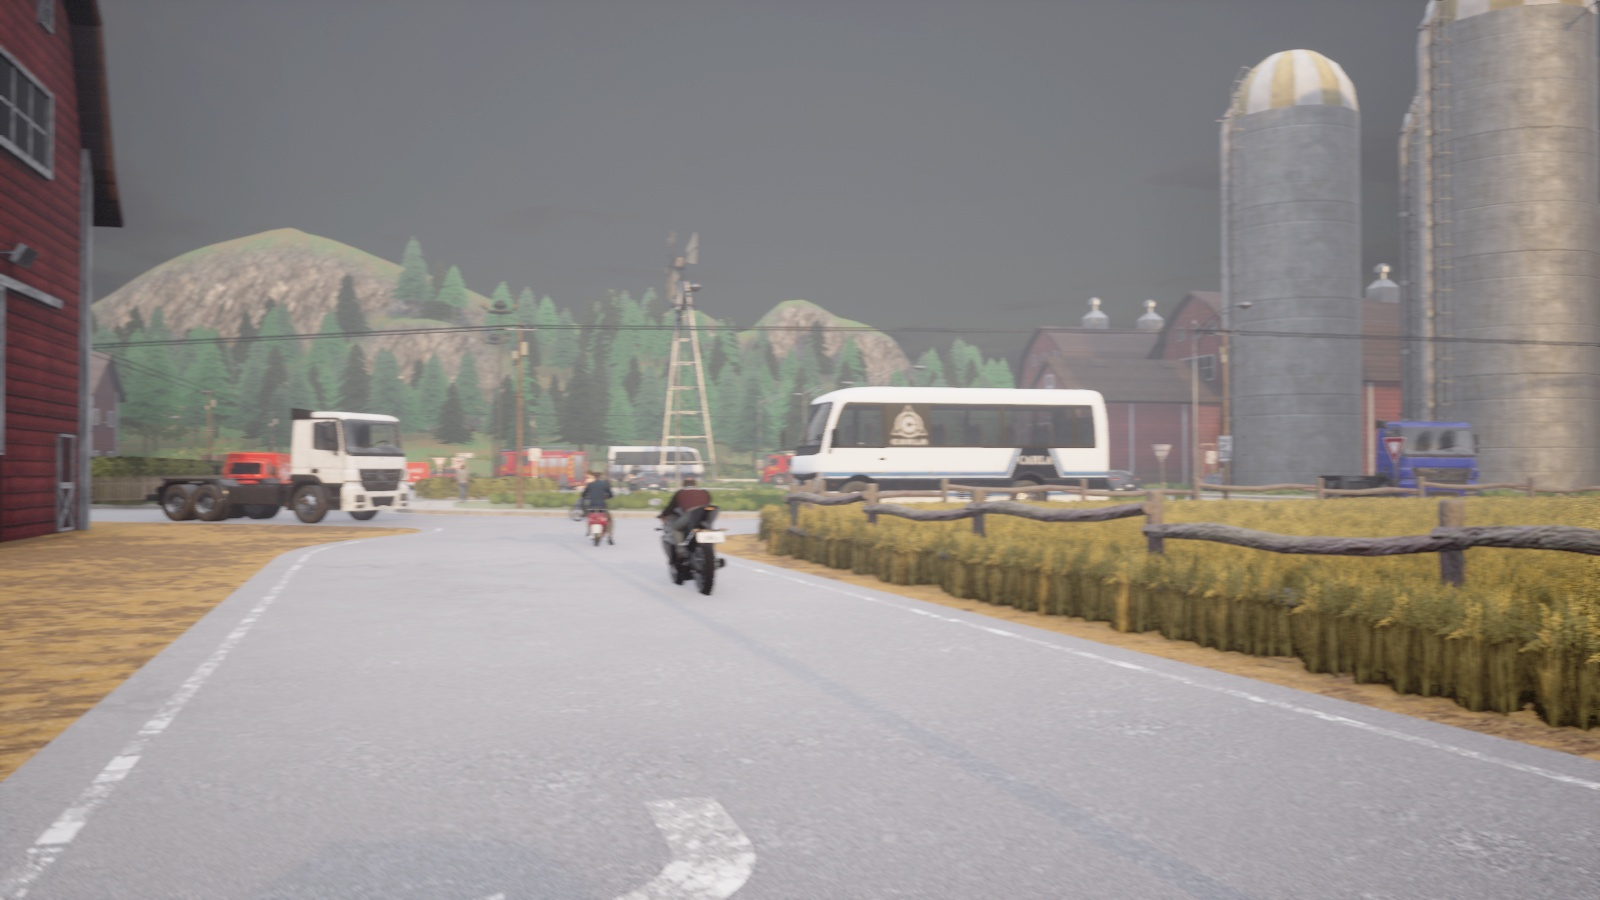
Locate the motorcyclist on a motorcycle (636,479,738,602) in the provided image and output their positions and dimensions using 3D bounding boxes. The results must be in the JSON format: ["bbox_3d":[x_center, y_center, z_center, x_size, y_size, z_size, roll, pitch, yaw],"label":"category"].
[{"bbox_3d":[-1.557,1.155,16.858,0.866,1.530,2.191,0,-1,-19],"label":"motorcyclist on a motorcycle"}]

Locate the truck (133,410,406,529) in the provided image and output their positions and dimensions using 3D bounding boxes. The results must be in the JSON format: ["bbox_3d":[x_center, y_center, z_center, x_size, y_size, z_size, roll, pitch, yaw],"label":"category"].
[{"bbox_3d":[-16.601,0.627,39.302,7.936,3.462,2.891,-1,-1,19],"label":"truck"}]

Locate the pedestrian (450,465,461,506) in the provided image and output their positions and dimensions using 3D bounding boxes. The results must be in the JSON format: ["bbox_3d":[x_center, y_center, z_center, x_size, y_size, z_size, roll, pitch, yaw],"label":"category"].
[{"bbox_3d":[-15.745,1.621,57.421,0.354,1.836,0.706,-1,-1,-6],"label":"pedestrian"}]

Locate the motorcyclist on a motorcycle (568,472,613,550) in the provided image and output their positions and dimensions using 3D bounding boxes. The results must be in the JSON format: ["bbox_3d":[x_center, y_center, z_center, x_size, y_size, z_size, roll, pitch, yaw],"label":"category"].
[{"bbox_3d":[-4.456,1.275,26.809,0.866,1.590,1.817,0,-1,-8],"label":"motorcyclist on a motorcycle"}]

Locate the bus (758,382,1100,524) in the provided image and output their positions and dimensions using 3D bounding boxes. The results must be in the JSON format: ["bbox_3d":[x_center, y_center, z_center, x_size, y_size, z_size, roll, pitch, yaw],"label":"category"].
[{"bbox_3d":[4.105,0.092,40.754,10.273,4.253,3.944,0,-1,-15],"label":"bus"}]

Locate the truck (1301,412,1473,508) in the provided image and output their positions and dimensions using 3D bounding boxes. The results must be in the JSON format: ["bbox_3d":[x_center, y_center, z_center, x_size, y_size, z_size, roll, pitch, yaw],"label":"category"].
[{"bbox_3d":[22.735,0.431,49.219,2.891,3.462,7.936,0,-1,-1],"label":"truck"}]

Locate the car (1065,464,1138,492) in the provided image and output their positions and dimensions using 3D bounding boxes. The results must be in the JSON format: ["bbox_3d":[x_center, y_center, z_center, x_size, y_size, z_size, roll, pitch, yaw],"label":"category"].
[{"bbox_3d":[18.452,1.715,77.065,2.152,1.651,5.027,0,-1,-16],"label":"car"}]

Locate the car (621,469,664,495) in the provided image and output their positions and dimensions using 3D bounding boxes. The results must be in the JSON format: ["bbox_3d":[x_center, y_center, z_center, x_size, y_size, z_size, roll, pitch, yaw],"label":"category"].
[{"bbox_3d":[-10.496,2.135,83.560,2.152,1.651,5.027,0,-1,-15],"label":"car"}]

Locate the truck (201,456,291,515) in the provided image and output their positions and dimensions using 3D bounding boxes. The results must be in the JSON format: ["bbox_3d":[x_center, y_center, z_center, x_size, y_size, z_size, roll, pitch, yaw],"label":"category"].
[{"bbox_3d":[-24.529,1.542,55.807,2.627,2.467,5.204,0,-1,-12],"label":"truck"}]
